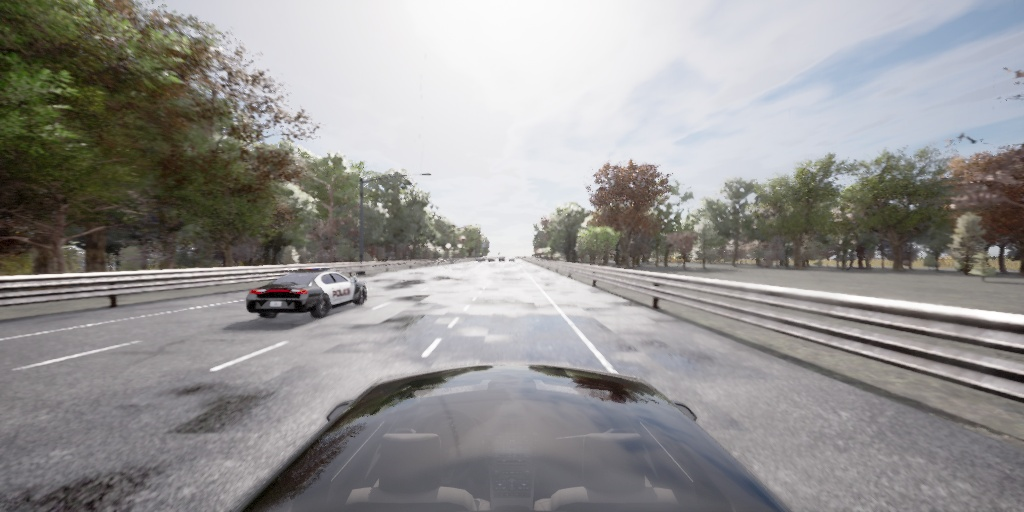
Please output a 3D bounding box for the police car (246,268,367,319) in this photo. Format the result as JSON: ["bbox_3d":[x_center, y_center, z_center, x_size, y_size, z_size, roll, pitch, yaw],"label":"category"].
[{"bbox_3d":[-7.000,1.230,13.052,2.038,1.542,4.974,0,0,0],"label":"police car"}]
